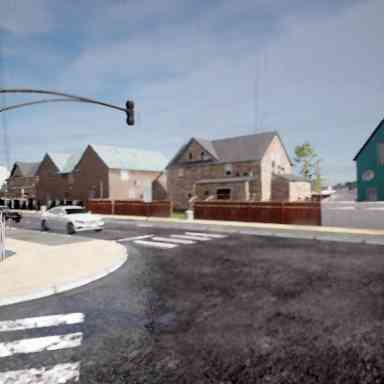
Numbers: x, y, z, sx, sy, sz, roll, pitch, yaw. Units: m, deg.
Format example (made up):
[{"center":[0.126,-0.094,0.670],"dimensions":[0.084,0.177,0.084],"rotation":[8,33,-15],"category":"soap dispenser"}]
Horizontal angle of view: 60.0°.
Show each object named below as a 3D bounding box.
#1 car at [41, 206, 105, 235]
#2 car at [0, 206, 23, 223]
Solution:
[{"center":[-6.962,1.533,19.077],"dimensions":[4.674,1.442,1.812],"rotation":[-1,0,40],"category":"car"},{"center":[-14.774,1.696,25.275],"dimensions":[4.718,1.301,1.895],"rotation":[-1,0,38],"category":"car"}]
